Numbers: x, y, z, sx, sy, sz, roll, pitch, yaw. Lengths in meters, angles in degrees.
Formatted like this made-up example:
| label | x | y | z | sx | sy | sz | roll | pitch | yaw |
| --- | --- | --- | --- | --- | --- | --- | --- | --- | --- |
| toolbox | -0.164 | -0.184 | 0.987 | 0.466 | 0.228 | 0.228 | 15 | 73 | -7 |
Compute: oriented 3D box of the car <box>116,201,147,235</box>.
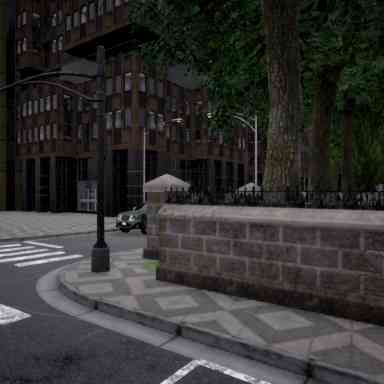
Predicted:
| label | x | y | z | sx | sy | sz | roll | pitch | yaw |
| --- | --- | --- | --- | --- | --- | --- | --- | --- | --- |
| car | -2.441 | 1.584 | 22.039 | 2.150 | 2.045 | 5.566 | 0 | -1 | 35 |
